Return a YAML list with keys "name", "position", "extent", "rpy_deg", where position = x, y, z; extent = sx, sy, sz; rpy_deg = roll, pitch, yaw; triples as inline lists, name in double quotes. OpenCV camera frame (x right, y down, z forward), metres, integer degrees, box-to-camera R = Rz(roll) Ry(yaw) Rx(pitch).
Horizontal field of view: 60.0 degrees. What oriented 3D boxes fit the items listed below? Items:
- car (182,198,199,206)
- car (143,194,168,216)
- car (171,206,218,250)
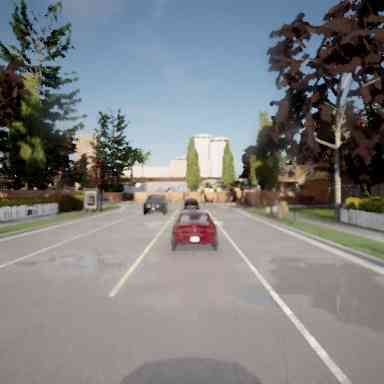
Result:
- name: "car"
  position: [-0.163, 1.530, 43.215]
  extent: [1.837, 1.490, 4.892]
  rpy_deg: [0, 0, -3]
- name: "car"
  position: [-3.610, 1.243, 33.771]
  extent: [2.150, 2.045, 5.566]
  rpy_deg: [0, 0, 0]
- name: "car"
  position: [0.098, 1.534, 14.309]
  extent: [1.812, 1.442, 4.674]
  rpy_deg: [0, 0, 0]
